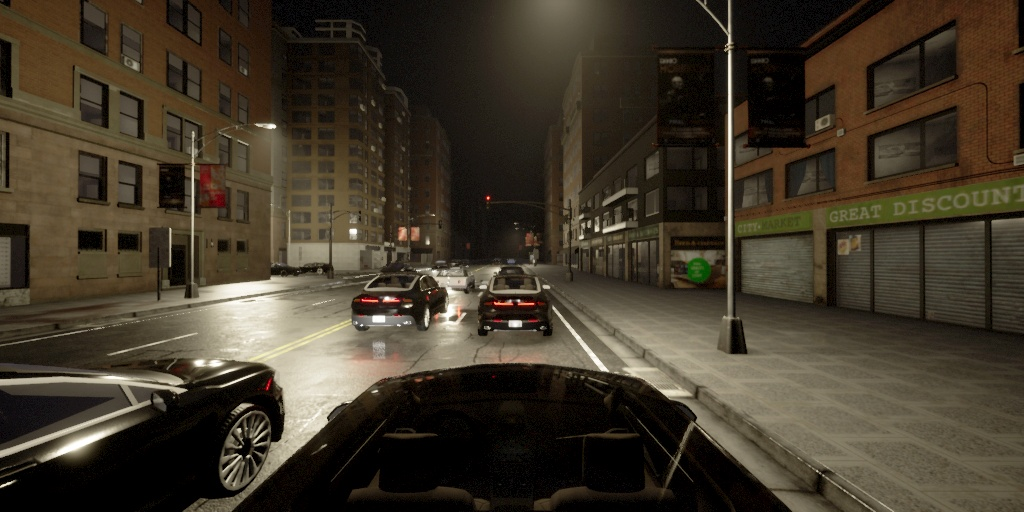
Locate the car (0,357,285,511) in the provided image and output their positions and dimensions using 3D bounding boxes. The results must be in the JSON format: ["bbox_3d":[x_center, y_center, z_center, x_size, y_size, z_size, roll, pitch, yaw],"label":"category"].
[{"bbox_3d":[-3.153,1.242,1.574,2.128,1.511,4.902,0,0,0],"label":"car"}]

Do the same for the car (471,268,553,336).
[{"bbox_3d":[0.081,1.255,10.372,1.837,1.490,4.892,0,0,0],"label":"car"}]

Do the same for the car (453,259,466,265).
[{"bbox_3d":[-9.947,1.262,62.920,2.128,1.511,4.902,0,0,0],"label":"car"}]

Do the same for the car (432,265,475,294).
[{"bbox_3d":[-3.190,1.352,20.275,1.895,1.301,4.718,0,0,0],"label":"car"}]

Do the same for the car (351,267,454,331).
[{"bbox_3d":[-3.171,1.255,10.962,1.837,1.490,4.892,0,0,0],"label":"car"}]

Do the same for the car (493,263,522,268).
[{"bbox_3d":[-0.036,1.276,19.628,1.812,1.442,4.674,0,0,0],"label":"car"}]

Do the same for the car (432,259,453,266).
[{"bbox_3d":[-9.958,1.327,50.393,1.994,1.385,4.181,0,0,0],"label":"car"}]

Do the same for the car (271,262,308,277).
[{"bbox_3d":[-22.612,1.312,34.555,4.181,1.385,1.994,0,0,0],"label":"car"}]

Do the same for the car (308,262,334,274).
[{"bbox_3d":[-22.230,1.343,40.036,4.313,1.339,1.948,0,0,0],"label":"car"}]

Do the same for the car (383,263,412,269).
[{"bbox_3d":[-9.913,1.301,31.340,2.033,1.411,5.357,0,0,0],"label":"car"}]
